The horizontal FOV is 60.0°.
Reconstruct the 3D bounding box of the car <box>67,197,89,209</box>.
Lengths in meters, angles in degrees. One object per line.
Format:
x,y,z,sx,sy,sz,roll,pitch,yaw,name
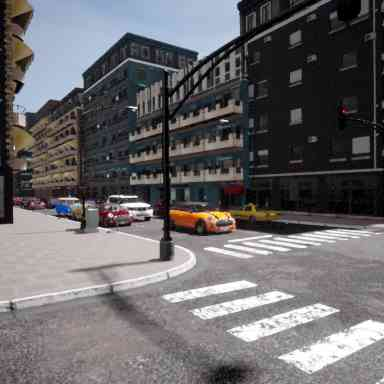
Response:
-17.090,1.605,49.703,1.837,1.490,4.892,-1,0,-36,car

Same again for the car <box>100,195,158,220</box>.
-5.402,1.303,27.837,2.150,2.045,5.566,-1,0,-36,car

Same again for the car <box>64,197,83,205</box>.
-21.517,1.646,60.349,2.008,1.369,4.403,-1,1,-36,car

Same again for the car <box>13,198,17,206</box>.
-31.552,1.783,59.980,1.887,1.381,4.507,-1,1,-36,car

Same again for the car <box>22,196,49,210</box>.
-21.900,1.628,46.472,1.967,1.590,4.097,-1,1,-36,car

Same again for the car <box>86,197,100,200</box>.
-11.557,1.657,36.468,2.033,1.411,5.357,-1,0,-35,car

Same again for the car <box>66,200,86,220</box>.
-8.927,1.652,28.324,1.752,1.417,4.829,-1,1,-36,car

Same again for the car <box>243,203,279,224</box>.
4.129,1.498,24.468,1.752,1.417,4.829,-1,1,-36,car

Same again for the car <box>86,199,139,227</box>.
-5.809,1.553,23.960,1.967,1.590,4.097,-1,1,-36,car

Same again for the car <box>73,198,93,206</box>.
-18.298,1.644,55.847,1.947,1.339,4.313,-1,1,-36,car

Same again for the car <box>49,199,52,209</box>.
-20.430,1.698,49.044,2.033,1.411,5.357,-1,0,-36,car

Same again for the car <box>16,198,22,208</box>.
-25.116,1.770,50.975,1.947,1.339,4.313,-1,1,-36,car

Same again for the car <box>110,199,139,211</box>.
-8.644,1.582,42.339,2.008,1.369,4.403,-1,1,-36,car

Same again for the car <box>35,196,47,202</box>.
-37.607,1.729,82.862,1.887,1.381,4.507,-1,1,-36,car

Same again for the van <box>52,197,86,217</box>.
-12.247,1.483,32.963,1.690,1.788,3.998,-1,1,-36,van

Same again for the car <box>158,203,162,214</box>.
-2.210,1.441,33.333,1.967,1.590,4.097,-1,1,-36,car

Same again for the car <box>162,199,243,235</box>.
0.466,1.407,19.681,2.097,1.767,4.553,-1,1,-36,car
